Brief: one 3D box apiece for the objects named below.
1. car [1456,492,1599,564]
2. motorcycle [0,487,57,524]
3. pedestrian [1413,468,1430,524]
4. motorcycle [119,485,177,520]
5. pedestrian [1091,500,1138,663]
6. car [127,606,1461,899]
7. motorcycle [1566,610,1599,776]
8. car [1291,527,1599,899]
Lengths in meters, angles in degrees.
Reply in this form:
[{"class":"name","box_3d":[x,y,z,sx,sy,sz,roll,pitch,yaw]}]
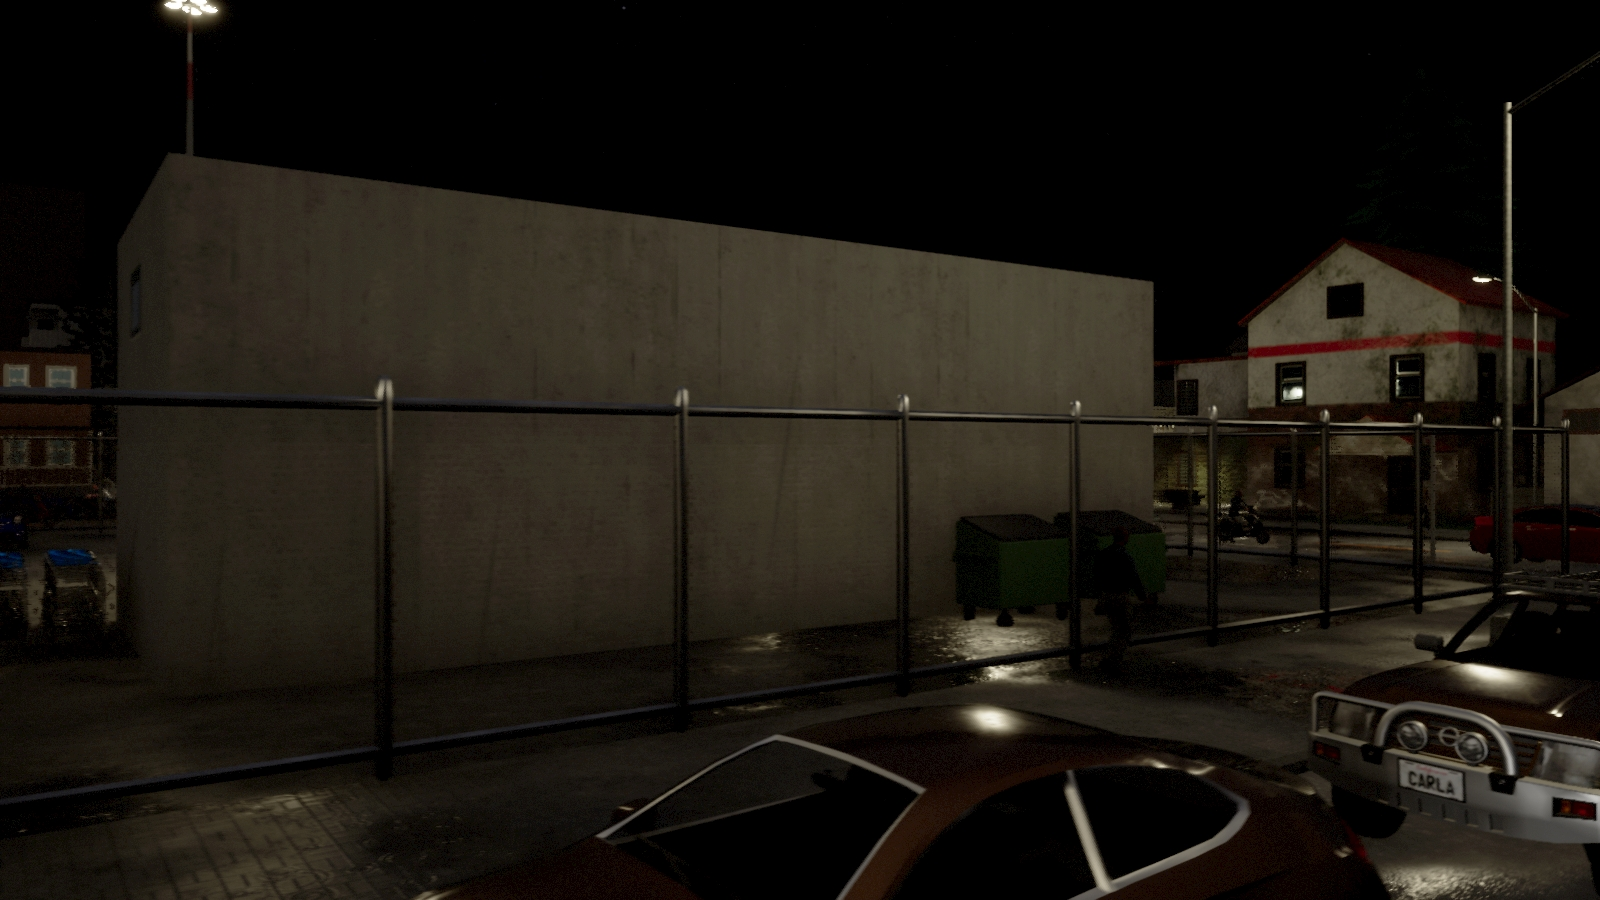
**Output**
[{"class":"car","box_3d":[18.616,1.841,27.022,2.231,1.480,4.892,0,0,-35]},{"class":"motorcycle","box_3d":[-27.449,1.961,40.545,1.805,1.236,0.856,-1,1,-35]},{"class":"pedestrian","box_3d":[20.734,1.524,38.108,0.375,1.860,0.375,0,0,-38]},{"class":"motorcycle","box_3d":[-24.401,1.962,42.761,1.805,1.236,0.856,0,0,-34]},{"class":"pedestrian","box_3d":[3.702,1.525,13.445,0.375,1.860,0.375,0,0,-35]},{"class":"car","box_3d":[0.297,1.772,4.593,5.027,1.651,2.152,0,0,-35]},{"class":"motorcycle","box_3d":[7.177,1.962,9.400,1.805,1.236,0.856,0,0,-35]},{"class":"car","box_3d":[5.868,1.644,8.472,4.605,1.855,1.932,0,0,-34]}]
